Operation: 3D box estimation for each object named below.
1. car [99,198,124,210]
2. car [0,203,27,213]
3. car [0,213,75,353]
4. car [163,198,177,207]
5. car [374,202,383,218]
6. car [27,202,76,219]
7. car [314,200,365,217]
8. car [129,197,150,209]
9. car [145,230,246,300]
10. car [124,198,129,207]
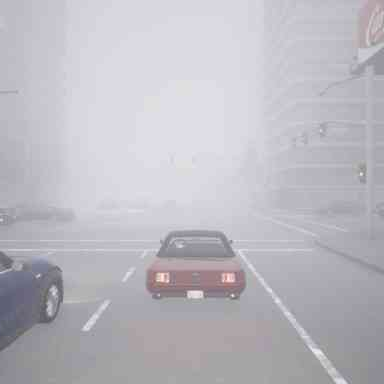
[{"bbox_3d":[-10.488,1.505,42.838,1.837,1.490,4.892,0,0,0],"label":"car"},{"bbox_3d":[-13.666,1.224,20.476,5.566,2.045,2.150,0,0,0],"label":"car"},{"bbox_3d":[-3.434,1.352,4.329,2.097,1.767,4.553,0,0,1],"label":"car"},{"bbox_3d":[-3.310,1.564,50.191,1.994,1.385,4.181,0,0,0],"label":"car"},{"bbox_3d":[18.256,1.222,27.783,5.566,2.045,2.150,0,0,0],"label":"car"},{"bbox_3d":[-10.921,1.491,23.984,4.902,1.511,2.128,0,0,0],"label":"car"},{"bbox_3d":[14.045,1.505,31.268,4.892,1.490,1.837,0,0,0],"label":"car"},{"bbox_3d":[-6.962,1.492,46.451,2.128,1.511,4.902,0,0,1],"label":"car"},{"bbox_3d":[0.106,1.601,8.353,1.895,1.301,4.718,0,0,1],"label":"car"},{"bbox_3d":[-10.453,1.601,52.094,1.895,1.301,4.718,0,0,1],"label":"car"}]
